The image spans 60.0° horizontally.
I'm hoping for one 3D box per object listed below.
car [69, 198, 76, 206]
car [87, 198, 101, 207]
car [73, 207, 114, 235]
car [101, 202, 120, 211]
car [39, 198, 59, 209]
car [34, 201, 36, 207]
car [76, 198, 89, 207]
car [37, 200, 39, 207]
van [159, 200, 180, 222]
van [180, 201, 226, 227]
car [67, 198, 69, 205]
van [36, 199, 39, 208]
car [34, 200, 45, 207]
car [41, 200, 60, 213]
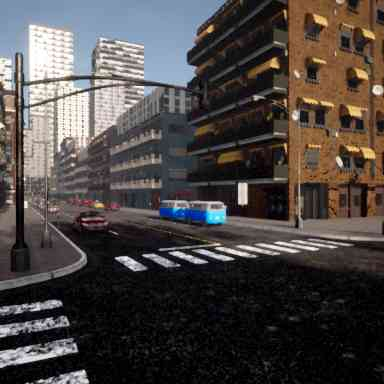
[{"bbox_3d":[-27.407,2.350,79.701,2.192,1.841,5.009,-1,0,-27],"label":"car"},{"bbox_3d":[-17.179,2.276,59.953,1.752,1.417,4.829,-1,0,-27],"label":"car"},{"bbox_3d":[-6.498,1.864,21.167,1.802,1.307,4.206,-1,0,-27],"label":"car"},{"bbox_3d":[-11.949,2.187,49.853,1.802,1.307,4.206,-1,0,-27],"label":"car"},{"bbox_3d":[-21.953,2.151,51.015,1.967,1.590,4.097,-1,0,-27],"label":"car"},{"bbox_3d":[-32.277,2.313,70.903,2.192,1.841,5.009,-1,0,-27],"label":"car"},{"bbox_3d":[-22.256,2.207,69.752,2.192,1.841,5.009,-1,0,-27],"label":"car"},{"bbox_3d":[-24.526,2.333,55.989,2.008,1.369,4.403,-1,0,-27],"label":"car"},{"bbox_3d":[-1.653,1.661,29.955,1.690,1.788,3.998,-1,0,-27],"label":"van"},{"bbox_3d":[0.922,1.589,24.980,1.690,1.788,3.998,-1,0,-27],"label":"van"},{"bbox_3d":[-32.557,2.494,89.650,2.192,1.841,5.009,-1,0,-27],"label":"car"},{"bbox_3d":[-27.106,2.195,60.964,1.690,1.788,3.998,-1,0,-27],"label":"van"},{"bbox_3d":[-34.863,2.620,75.869,2.008,1.369,4.403,-1,0,-27],"label":"car"},{"bbox_3d":[-19.375,2.221,46.040,1.802,1.307,4.206,-1,0,-27],"label":"car"}]
